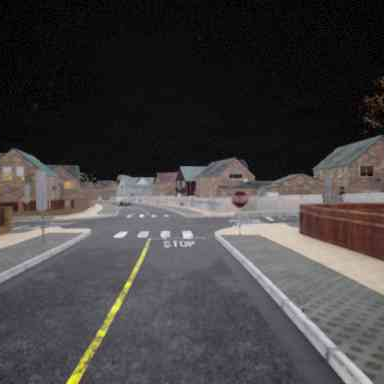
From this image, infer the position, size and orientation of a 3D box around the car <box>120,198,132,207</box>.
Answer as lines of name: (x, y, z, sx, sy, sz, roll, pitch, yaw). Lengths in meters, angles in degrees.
car: (-11.678, 1.815, 58.669, 1.882, 1.535, 5.008, 0, 1, -17)
